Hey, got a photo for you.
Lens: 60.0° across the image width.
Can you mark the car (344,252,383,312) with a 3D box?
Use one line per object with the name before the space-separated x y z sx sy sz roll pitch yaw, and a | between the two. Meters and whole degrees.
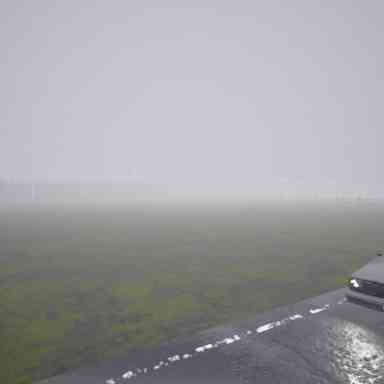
car | 5.404 1.545 6.911 5.357 1.411 2.033 0 0 -35
